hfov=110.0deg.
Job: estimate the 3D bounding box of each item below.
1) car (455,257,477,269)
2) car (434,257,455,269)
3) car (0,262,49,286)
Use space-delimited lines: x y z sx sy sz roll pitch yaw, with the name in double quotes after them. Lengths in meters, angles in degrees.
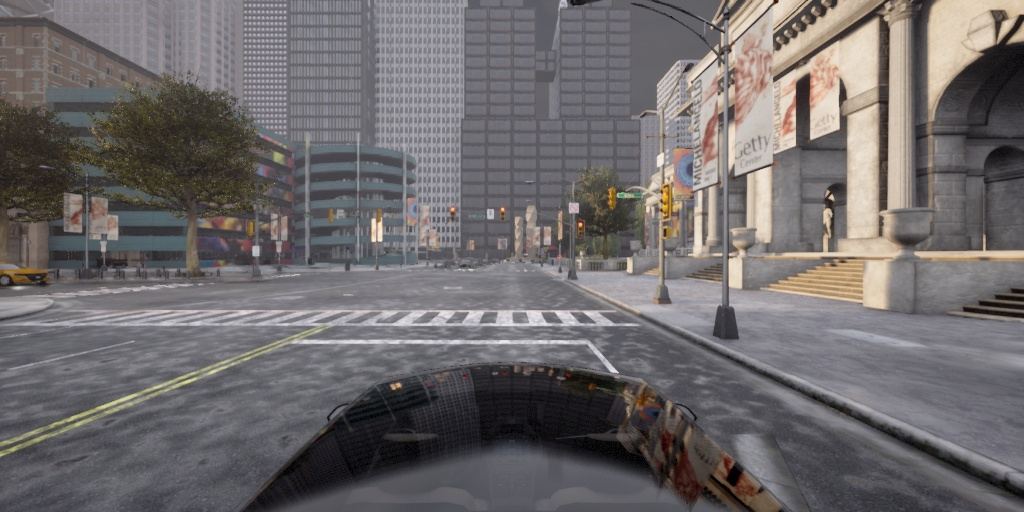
-6.996 1.185 55.046 1.837 1.490 4.892 0 0 0 "car"
-10.496 1.167 54.129 2.128 1.511 4.902 0 0 0 "car"
-34.048 1.147 23.824 5.008 1.535 1.882 0 0 -1 "car"
